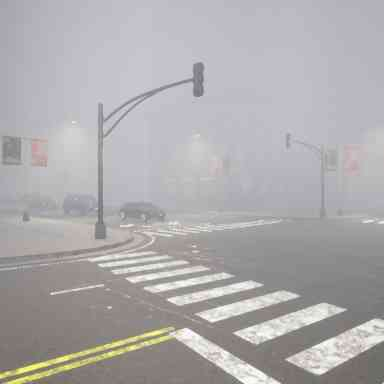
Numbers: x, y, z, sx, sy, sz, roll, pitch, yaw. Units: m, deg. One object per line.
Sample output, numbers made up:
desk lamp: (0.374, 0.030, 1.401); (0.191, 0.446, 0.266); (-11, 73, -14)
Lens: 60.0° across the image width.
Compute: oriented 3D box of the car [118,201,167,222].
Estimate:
car: (-4.004, 1.494, 26.430); (1.837, 1.490, 4.892); (0, 0, -44)

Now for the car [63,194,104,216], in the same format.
car: (-11.017, 1.207, 33.459); (2.150, 2.045, 5.566); (0, 0, -45)

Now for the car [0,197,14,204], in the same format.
car: (-33.635, 1.532, 60.996); (1.994, 1.385, 4.181); (0, 0, -45)

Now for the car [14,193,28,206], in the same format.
car: (-26.051, 1.198, 53.403); (5.566, 2.045, 2.150); (0, 0, 45)

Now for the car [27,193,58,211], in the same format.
car: (-18.112, 1.333, 40.576); (2.097, 1.767, 4.553); (0, 0, -45)
